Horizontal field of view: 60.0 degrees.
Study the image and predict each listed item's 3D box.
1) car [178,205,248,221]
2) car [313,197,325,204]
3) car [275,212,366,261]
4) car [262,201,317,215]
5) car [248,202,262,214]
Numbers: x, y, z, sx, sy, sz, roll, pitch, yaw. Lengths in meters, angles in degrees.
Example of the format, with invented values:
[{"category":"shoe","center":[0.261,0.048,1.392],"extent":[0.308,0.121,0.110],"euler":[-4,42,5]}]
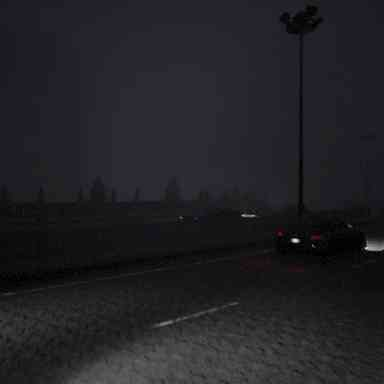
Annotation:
[{"category":"car","center":[1.476,1.693,24.174],"extent":[2.033,1.411,5.357],"euler":[0,0,44]},{"category":"car","center":[22.831,1.703,59.753],"extent":[1.812,1.442,4.674],"euler":[0,0,17]},{"category":"car","center":[5.034,1.664,12.823],"extent":[4.181,1.385,1.994],"euler":[1,0,-43]},{"category":"car","center":[7.775,1.681,25.979],"extent":[2.128,1.511,4.902],"euler":[0,0,40]},{"category":"car","center":[7.735,1.818,37.363],"extent":[1.994,1.385,4.181],"euler":[0,0,34]}]
